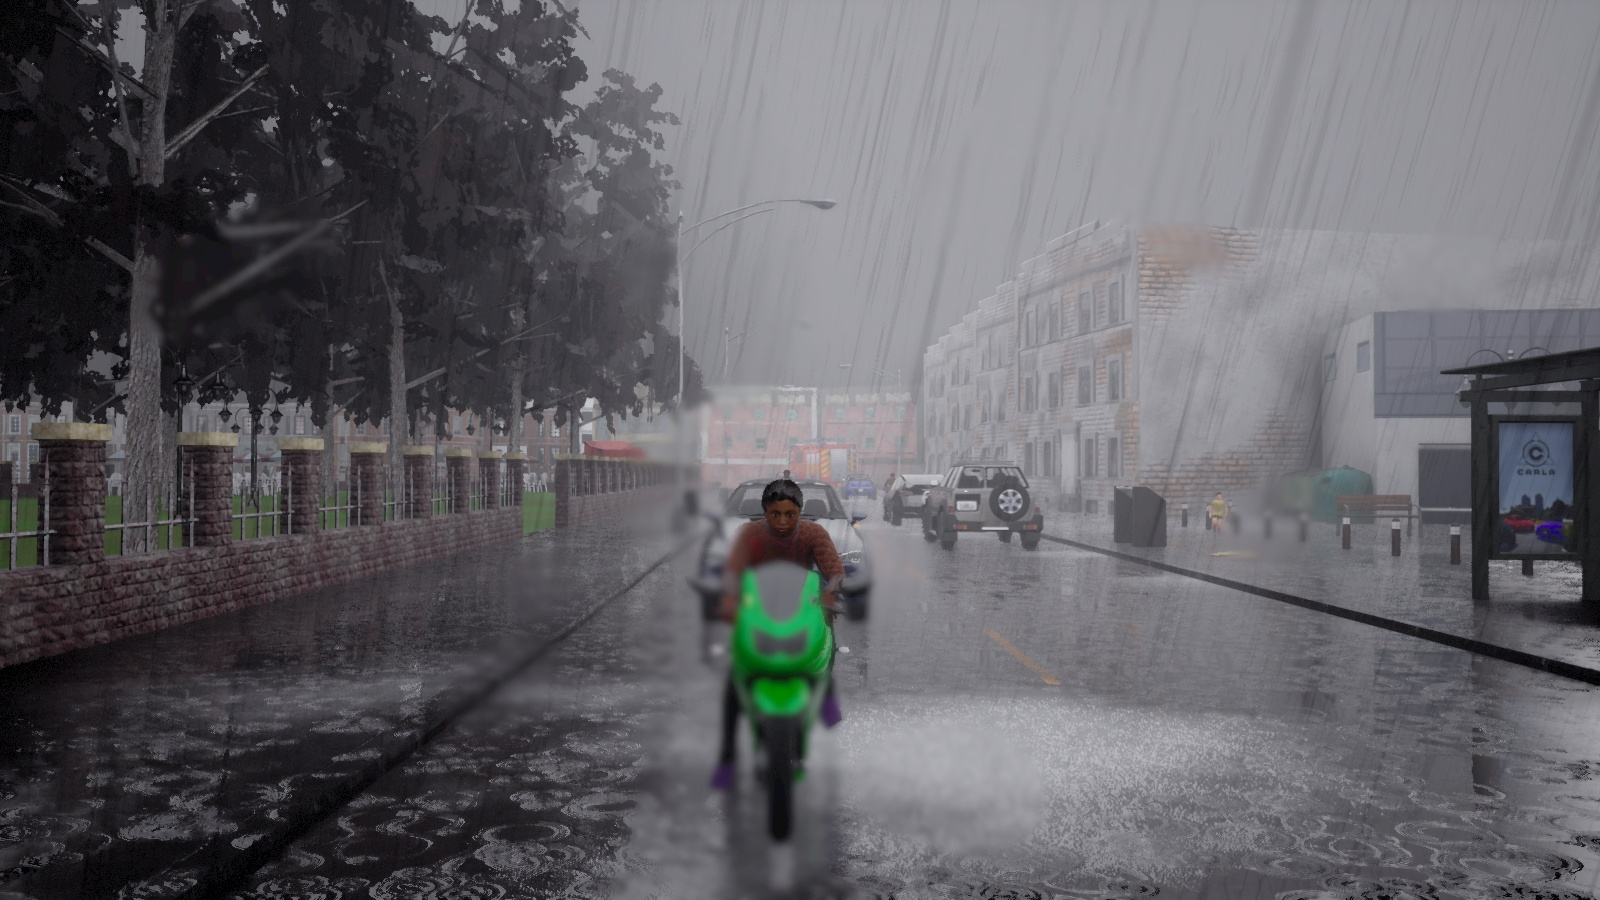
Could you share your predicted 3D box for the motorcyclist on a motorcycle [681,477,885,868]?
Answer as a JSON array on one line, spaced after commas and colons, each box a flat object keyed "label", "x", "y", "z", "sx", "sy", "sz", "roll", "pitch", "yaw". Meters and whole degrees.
[{"label": "motorcyclist on a motorcycle", "x": -0.078, "y": 0.897, "z": 5.979, "sx": 0.797, "sy": 1.523, "sz": 2.044, "roll": 0, "pitch": -1, "yaw": -1}]

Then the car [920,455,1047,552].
[{"label": "car", "x": 3.724, "y": 1.057, "z": 26.330, "sx": 1.932, "sy": 1.855, "sz": 4.605, "roll": 0, "pitch": -1, "yaw": -1}]

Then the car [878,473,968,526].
[{"label": "car", "x": 3.612, "y": 1.432, "z": 37.760, "sx": 2.163, "sy": 1.488, "sz": 4.792, "roll": 0, "pitch": -1, "yaw": -1}]

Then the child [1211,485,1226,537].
[{"label": "child", "x": 9.161, "y": 1.328, "z": 27.480, "sx": 0.255, "sy": 1.110, "sz": 0.394, "roll": 0, "pitch": -1, "yaw": 11}]

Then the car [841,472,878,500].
[{"label": "car", "x": 3.259, "y": 1.983, "z": 69.707, "sx": 1.816, "sy": 1.474, "sz": 4.193, "roll": 0, "pitch": -1, "yaw": -1}]

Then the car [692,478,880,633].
[{"label": "car", "x": -0.158, "y": 1.068, "z": 14.272, "sx": 1.816, "sy": 1.474, "sz": 4.193, "roll": 0, "pitch": -1, "yaw": -1}]

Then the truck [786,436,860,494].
[{"label": "truck", "x": 1.525, "y": 1.118, "z": 89.418, "sx": 2.891, "sy": 3.827, "sz": 8.468, "roll": -1, "pitch": -1, "yaw": -16}]
